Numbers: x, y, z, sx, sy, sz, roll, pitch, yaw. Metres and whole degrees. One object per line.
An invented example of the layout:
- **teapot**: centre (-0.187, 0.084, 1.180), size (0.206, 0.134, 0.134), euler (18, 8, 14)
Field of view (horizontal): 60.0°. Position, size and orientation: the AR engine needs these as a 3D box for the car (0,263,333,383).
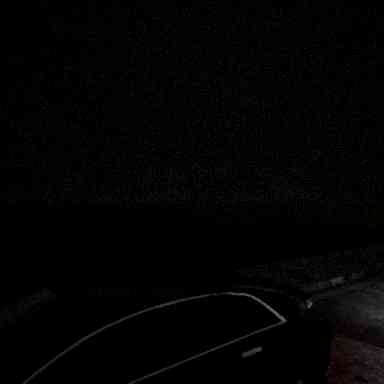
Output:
- **car**: centre (-0.771, 1.510, 2.824), size (4.892, 1.490, 1.837), euler (0, 0, -35)
